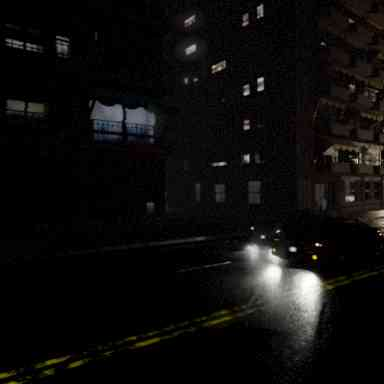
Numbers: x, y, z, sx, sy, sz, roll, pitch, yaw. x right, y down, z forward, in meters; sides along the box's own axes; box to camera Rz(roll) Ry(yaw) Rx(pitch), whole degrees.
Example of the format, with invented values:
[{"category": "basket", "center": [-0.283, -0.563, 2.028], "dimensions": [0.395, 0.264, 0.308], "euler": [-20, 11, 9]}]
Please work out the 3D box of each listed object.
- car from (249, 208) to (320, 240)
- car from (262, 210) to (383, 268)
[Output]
[{"category": "car", "center": [5.090, 1.474, 15.476], "dimensions": [5.357, 1.411, 2.033], "euler": [0, 0, -37]}, {"category": "car", "center": [4.605, 1.507, 11.088], "dimensions": [4.181, 1.385, 1.994], "euler": [0, 0, -36]}]
